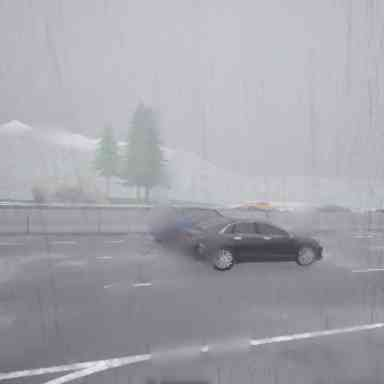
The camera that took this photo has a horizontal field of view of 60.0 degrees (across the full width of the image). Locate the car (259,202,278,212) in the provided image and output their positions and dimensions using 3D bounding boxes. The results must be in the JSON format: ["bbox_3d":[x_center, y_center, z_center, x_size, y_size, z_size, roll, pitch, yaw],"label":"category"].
[{"bbox_3d":[4.368,1.760,26.740,4.181,1.385,1.994,2,0,-19],"label":"car"}]

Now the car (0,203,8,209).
[{"bbox_3d":[-13.708,1.255,20.473,4.718,1.301,1.895,2,0,-19],"label":"car"}]

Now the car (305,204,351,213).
[{"bbox_3d":[15.521,2.096,37.985,5.357,1.411,2.033,2,0,-19],"label":"car"}]

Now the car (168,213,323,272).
[{"bbox_3d":[1.937,1.593,10.866,4.892,1.490,1.837,2,0,-19],"label":"car"}]

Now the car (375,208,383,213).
[{"bbox_3d":[28.137,2.483,46.040,5.357,1.411,2.033,2,0,-19],"label":"car"}]

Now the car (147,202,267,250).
[{"bbox_3d":[0.500,1.405,14.073,4.553,1.767,2.097,2,0,-19],"label":"car"}]
